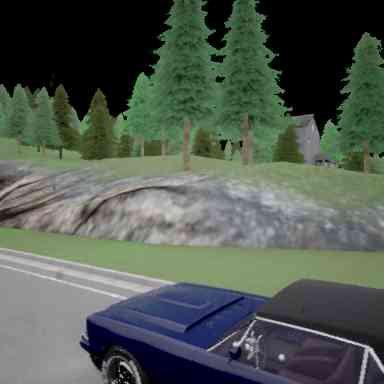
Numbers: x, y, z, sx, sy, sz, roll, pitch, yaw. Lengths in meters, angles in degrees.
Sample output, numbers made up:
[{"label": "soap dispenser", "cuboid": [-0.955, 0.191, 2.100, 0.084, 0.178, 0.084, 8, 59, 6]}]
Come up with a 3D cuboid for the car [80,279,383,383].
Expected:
[{"label": "car", "cuboid": [1.040, 1.601, 3.250, 4.718, 1.301, 1.895, 0, 0, 35]}]
